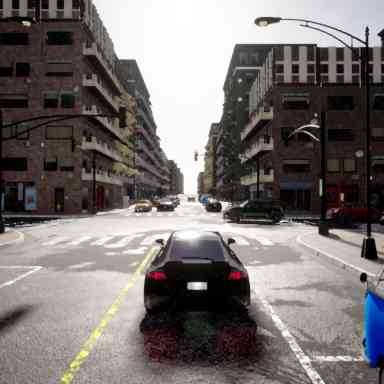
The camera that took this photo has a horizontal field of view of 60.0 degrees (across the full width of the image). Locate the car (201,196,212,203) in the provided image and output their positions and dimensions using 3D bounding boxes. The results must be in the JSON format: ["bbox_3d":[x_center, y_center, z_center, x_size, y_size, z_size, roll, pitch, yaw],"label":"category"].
[{"bbox_3d":[2.627,1.567,45.650,2.008,1.369,4.403,1,0,0],"label":"car"}]

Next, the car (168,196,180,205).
[{"bbox_3d":[-3.169,1.501,60.079,1.882,1.535,5.008,0,0,0],"label":"car"}]

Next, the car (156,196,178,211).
[{"bbox_3d":[-3.167,1.578,40.987,1.994,1.385,4.181,0,0,0],"label":"car"}]

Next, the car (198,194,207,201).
[{"bbox_3d":[2.565,1.352,85.148,2.192,1.841,5.009,1,0,0],"label":"car"}]

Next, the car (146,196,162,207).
[{"bbox_3d":[-5.761,1.459,51.279,1.967,1.590,4.097,1,0,0],"label":"car"}]

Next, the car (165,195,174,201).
[{"bbox_3d":[-5.819,1.588,85.134,2.008,1.369,4.403,1,0,0],"label":"car"}]

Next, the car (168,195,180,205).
[{"bbox_3d":[-3.179,1.496,49.704,1.882,1.535,5.008,0,0,0],"label":"car"}]

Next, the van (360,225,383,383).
[{"bbox_3d":[2.670,1.342,2.061,1.690,1.788,3.998,1,0,0],"label":"van"}]

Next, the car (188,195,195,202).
[{"bbox_3d":[-0.134,1.559,80.537,2.128,1.511,4.902,0,0,0],"label":"car"}]

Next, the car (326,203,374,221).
[{"bbox_3d":[13.595,1.608,28.210,4.097,1.590,1.967,0,-1,1],"label":"car"}]

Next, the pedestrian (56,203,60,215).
[{"bbox_3d":[-12.591,1.597,31.417,0.500,1.100,0.500,0,-1,1],"label":"pedestrian"}]

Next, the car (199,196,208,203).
[{"bbox_3d":[2.579,1.612,73.862,1.802,1.307,4.206,1,0,0],"label":"car"}]

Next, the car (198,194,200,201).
[{"bbox_3d":[2.590,1.553,68.390,1.752,1.417,4.829,1,0,0],"label":"car"}]

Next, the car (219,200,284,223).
[{"bbox_3d":[4.652,1.374,25.695,4.553,1.767,2.097,1,0,1],"label":"car"}]

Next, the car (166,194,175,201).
[{"bbox_3d":[-5.826,1.481,90.777,1.967,1.590,4.097,1,0,0],"label":"car"}]

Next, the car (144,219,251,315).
[{"bbox_3d":[0.088,1.566,7.663,1.994,1.385,4.181,0,0,0],"label":"car"}]

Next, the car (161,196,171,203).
[{"bbox_3d":[-5.799,1.575,73.849,1.887,1.381,4.507,1,0,0],"label":"car"}]

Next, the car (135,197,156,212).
[{"bbox_3d":[-5.742,1.539,39.823,1.752,1.417,4.829,1,0,0],"label":"car"}]

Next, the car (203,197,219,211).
[{"bbox_3d":[2.636,1.580,40.007,1.947,1.339,4.313,1,0,0],"label":"car"}]

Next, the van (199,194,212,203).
[{"bbox_3d":[2.612,1.363,56.935,1.690,1.788,3.998,1,0,0],"label":"van"}]

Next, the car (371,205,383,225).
[{"bbox_3d":[13.505,1.583,19.829,4.313,1.339,1.947,0,-1,1],"label":"car"}]
